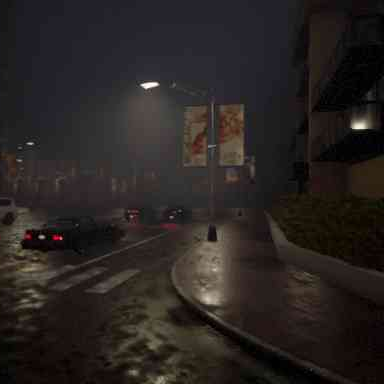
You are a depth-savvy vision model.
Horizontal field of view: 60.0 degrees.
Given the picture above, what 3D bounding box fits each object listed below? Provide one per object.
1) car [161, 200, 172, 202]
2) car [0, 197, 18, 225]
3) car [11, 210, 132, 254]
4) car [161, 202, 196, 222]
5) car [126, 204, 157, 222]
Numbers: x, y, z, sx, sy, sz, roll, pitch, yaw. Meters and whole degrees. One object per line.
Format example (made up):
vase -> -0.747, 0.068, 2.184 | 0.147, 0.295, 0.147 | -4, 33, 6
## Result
car -> -7.146, 2.803, 93.011 | 1.895, 1.301, 4.718 | 0, -1, 11
car -> -14.669, 1.386, 23.055 | 2.150, 2.045, 5.566 | 0, -1, 12
car -> -4.751, 1.698, 14.260 | 2.033, 1.411, 5.357 | 0, -1, 13
car -> -1.247, 1.915, 30.359 | 1.837, 1.490, 4.892 | 0, -1, 12
car -> -4.708, 1.885, 30.917 | 1.837, 1.490, 4.892 | 0, -1, 12
